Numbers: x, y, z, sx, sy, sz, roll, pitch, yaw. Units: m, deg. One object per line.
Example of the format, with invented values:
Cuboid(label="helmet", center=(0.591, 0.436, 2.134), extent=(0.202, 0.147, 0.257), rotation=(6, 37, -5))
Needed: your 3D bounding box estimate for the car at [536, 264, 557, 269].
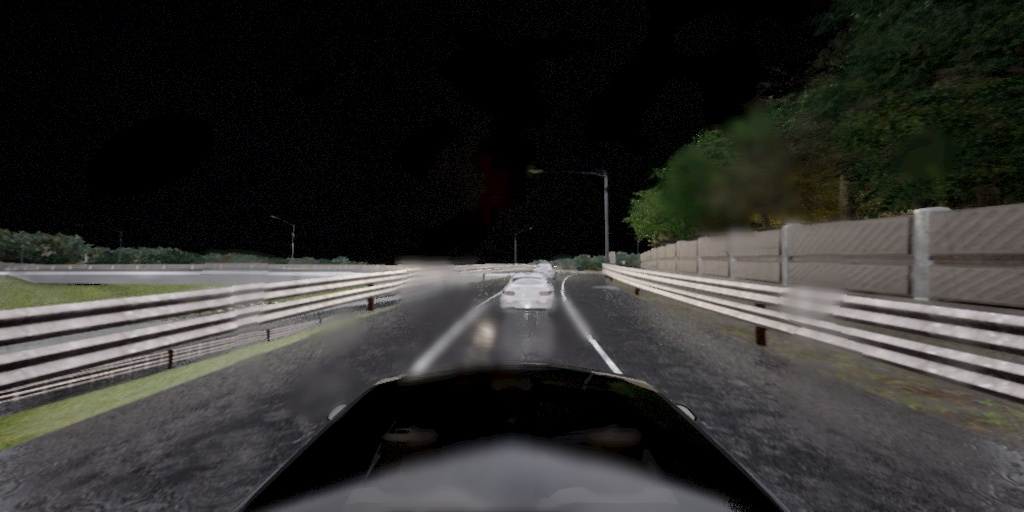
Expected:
Cuboid(label="car", center=(2.784, 1.374, 30.225), extent=(1.812, 1.442, 4.674), rotation=(-1, -1, 10))

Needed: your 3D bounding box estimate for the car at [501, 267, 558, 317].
Cuboid(label="car", center=(0.647, 1.311, 13.352), extent=(1.812, 1.442, 4.674), rotation=(0, 0, 4))
